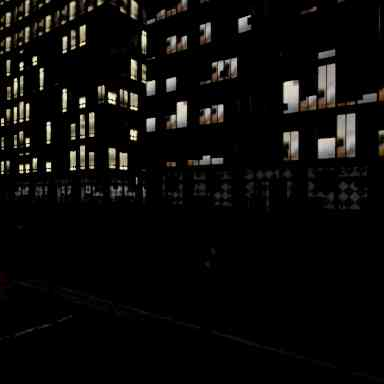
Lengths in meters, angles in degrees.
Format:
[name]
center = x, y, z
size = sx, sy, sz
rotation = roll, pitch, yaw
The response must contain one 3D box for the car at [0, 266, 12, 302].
[car]
center = -5.554, 1.526, 6.846
size = 4.829, 1.417, 1.752
rotation = 0, 0, 36
